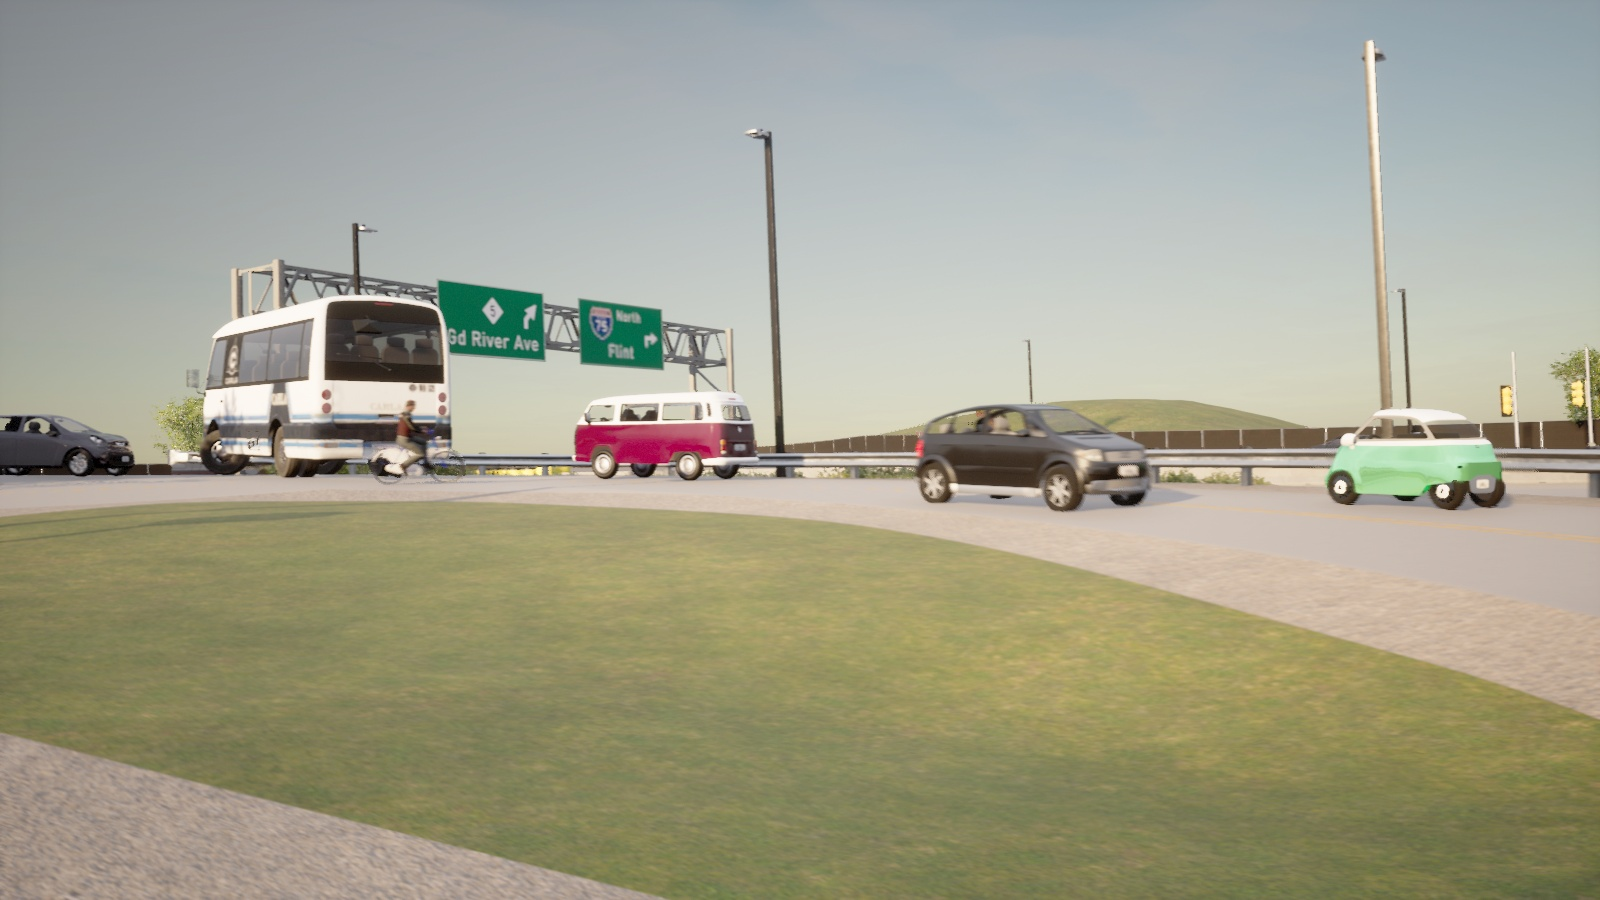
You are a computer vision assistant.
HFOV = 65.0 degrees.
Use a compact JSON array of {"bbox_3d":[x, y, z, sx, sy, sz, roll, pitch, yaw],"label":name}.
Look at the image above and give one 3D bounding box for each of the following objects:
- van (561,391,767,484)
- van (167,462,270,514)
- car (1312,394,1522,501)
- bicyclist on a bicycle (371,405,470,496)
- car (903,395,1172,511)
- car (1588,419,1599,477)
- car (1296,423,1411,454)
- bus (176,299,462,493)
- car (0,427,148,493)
[{"bbox_3d":[-3.245,-0.266,29.762,4.480,2.038,2.069,-1,0,30],"label":"van"},{"bbox_3d":[-23.703,1.560,51.136,4.442,1.987,1.775,-2,-1,35],"label":"van"},{"bbox_3d":[8.675,-0.059,17.779,1.481,1.376,2.207,-2,2,-23],"label":"car"},{"bbox_3d":[-7.832,-0.012,25.926,1.843,1.776,0.659,-2,5,-28],"label":"bicyclist on a bicycle"},{"bbox_3d":[3.514,0.014,19.041,1.789,1.549,3.705,-3,2,-38],"label":"car"},{"bbox_3d":[23.109,-0.147,32.479,4.514,1.525,2.007,-2,-1,34],"label":"car"},{"bbox_3d":[29.252,-0.610,66.522,2.033,1.411,5.357,-3,0,-29],"label":"car"},{"bbox_3d":[-12.872,-1.226,32.790,3.944,4.253,10.273,-1,1,-39],"label":"bus"},{"bbox_3d":[-17.956,0.247,30.135,3.633,1.501,1.845,-1,-1,3],"label":"car"}]
